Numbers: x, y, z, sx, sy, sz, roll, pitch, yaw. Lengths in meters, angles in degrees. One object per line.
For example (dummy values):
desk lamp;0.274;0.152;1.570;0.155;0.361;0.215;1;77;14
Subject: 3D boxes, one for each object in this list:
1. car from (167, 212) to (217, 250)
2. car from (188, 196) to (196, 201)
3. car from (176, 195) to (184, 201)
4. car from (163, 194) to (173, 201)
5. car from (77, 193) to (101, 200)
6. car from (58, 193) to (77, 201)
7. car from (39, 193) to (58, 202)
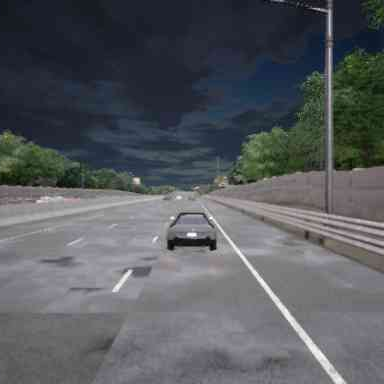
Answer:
car;-0.005;1.564;14.437;1.994;1.385;4.181;0;0;0
car;-0.025;1.749;93.245;1.994;1.385;4.181;0;0;0
car;-3.525;1.720;93.244;1.812;1.442;4.674;0;0;0
car;-7.025;1.727;91.993;2.033;1.411;5.357;0;0;0
car;-17.529;1.267;57.945;2.150;2.045;5.566;0;0;0
car;-21.032;1.387;58.005;2.097;1.767;4.553;0;0;0
car;-24.525;1.260;57.864;2.150;2.045;5.566;0;0;0
